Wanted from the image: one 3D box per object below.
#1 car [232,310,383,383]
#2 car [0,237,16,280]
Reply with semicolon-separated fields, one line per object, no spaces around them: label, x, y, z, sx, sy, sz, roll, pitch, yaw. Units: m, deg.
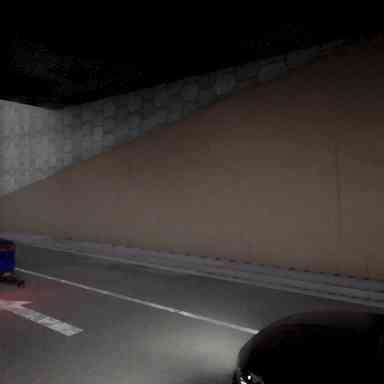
car;2.574;1.505;2.060;4.892;1.490;1.837;0;0;36
car;-6.581;1.478;8.699;5.008;1.535;1.882;0;0;36
